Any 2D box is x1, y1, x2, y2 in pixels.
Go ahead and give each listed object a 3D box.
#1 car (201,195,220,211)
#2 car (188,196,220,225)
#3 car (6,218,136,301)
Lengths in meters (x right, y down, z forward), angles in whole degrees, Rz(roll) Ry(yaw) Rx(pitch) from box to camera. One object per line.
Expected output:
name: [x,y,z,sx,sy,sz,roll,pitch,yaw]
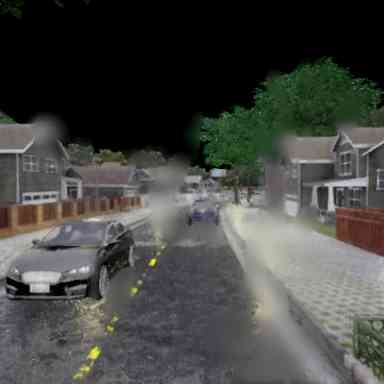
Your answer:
car: [2.330,1.329,41.301,2.097,1.767,4.553,0,0,6]
car: [0.874,1.320,24.065,2.097,1.767,4.553,0,0,3]
car: [-2.704,1.475,8.485,2.128,1.511,4.902,0,0,1]
